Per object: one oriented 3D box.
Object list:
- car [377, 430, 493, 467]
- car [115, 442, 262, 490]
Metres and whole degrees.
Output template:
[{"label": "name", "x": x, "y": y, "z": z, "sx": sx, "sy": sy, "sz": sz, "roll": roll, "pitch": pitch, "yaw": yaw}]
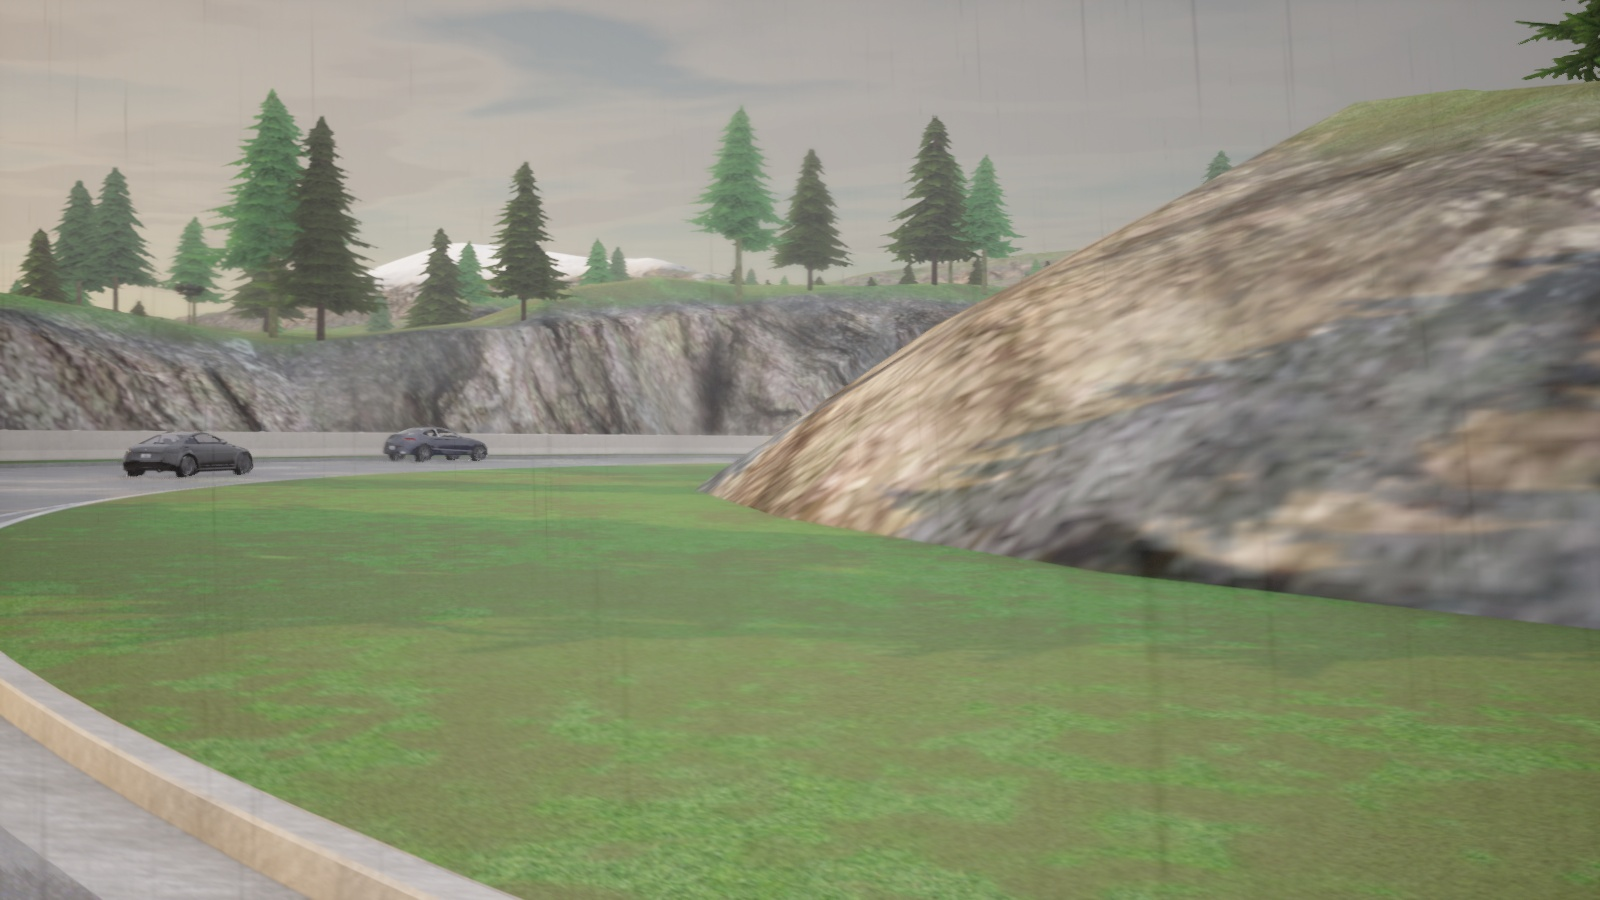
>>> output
[{"label": "car", "x": -17.313, "y": -0.102, "z": 59.802, "sx": 2.152, "sy": 1.651, "sz": 5.027, "roll": 0, "pitch": 1, "yaw": 34}, {"label": "car", "x": -18.887, "y": 0.460, "z": 39.001, "sx": 1.994, "sy": 1.385, "sz": 4.181, "roll": 0, "pitch": 1, "yaw": 11}]
